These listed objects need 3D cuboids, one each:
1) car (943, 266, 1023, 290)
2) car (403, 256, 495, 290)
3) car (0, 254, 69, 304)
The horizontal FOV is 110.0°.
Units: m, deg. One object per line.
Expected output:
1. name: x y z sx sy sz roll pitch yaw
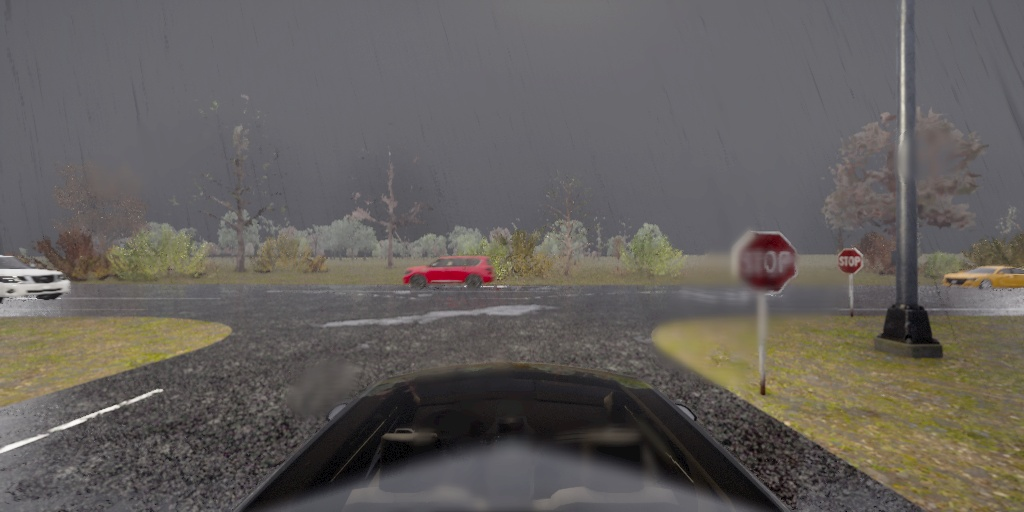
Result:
1. car: 31.170 1.414 23.325 5.008 1.535 1.882 0 0 -2
2. car: -3.827 1.025 22.288 5.566 2.045 2.150 0 0 -1
3. car: -22.007 0.927 14.742 5.566 2.045 2.150 0 0 -2
